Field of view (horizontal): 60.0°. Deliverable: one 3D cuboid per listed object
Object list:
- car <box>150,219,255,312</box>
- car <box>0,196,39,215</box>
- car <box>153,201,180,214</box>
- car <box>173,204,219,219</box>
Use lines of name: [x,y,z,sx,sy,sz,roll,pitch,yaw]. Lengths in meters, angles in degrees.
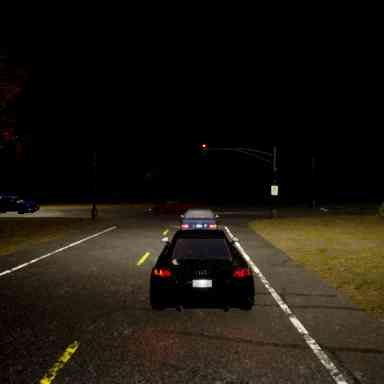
car: [0.198,1.558,7.792,1.994,1.385,4.181,0,0,1]
car: [-19.986,1.454,36.939,5.566,2.045,2.150,-1,1,4]
car: [-1.713,1.618,35.413,4.718,1.301,1.895,-1,1,5]
car: [0.387,1.530,17.020,2.033,1.411,5.357,0,0,2]
